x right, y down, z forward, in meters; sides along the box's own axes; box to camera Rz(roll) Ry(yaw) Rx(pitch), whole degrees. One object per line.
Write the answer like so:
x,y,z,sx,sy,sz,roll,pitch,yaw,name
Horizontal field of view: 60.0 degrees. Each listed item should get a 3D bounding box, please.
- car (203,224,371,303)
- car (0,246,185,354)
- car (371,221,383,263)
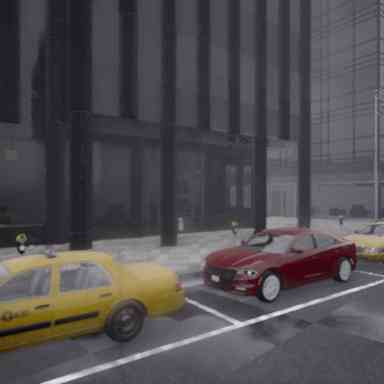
2.328,1.592,8.317,4.507,1.381,1.887,1,-1,-36,car
-2.404,1.531,4.940,4.829,1.417,1.752,0,-1,-36,car
6.784,1.612,11.496,4.829,1.417,1.752,1,-1,-36,car
